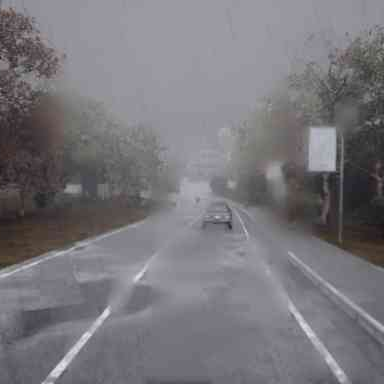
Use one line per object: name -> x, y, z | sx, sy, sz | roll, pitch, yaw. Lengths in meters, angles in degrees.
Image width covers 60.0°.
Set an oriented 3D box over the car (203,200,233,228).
car -> 1.720, 1.518, 21.963 | 2.033, 1.411, 5.357 | 1, 0, 6
